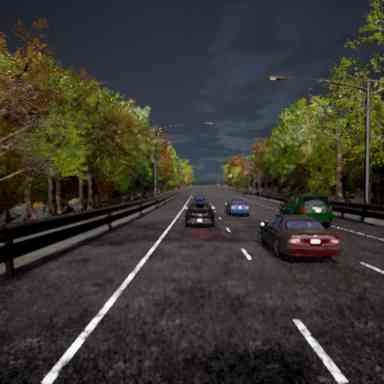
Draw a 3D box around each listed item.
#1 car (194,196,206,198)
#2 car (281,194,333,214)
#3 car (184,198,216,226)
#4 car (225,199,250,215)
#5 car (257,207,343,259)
[{"bbox_3d":[0.922,1.165,42.072,1.994,1.385,4.181,0,1,1],"label":"car"},{"bbox_3d":[7.527,1.177,22.391,2.150,2.045,5.566,0,1,1],"label":"car"},{"bbox_3d":[0.522,1.415,22.369,1.837,1.490,4.892,0,1,1],"label":"car"},{"bbox_3d":[4.203,1.367,31.258,2.033,1.411,5.357,0,1,1],"label":"car"},{"bbox_3d":[3.829,1.552,12.687,2.033,1.411,5.357,0,0,1],"label":"car"}]
